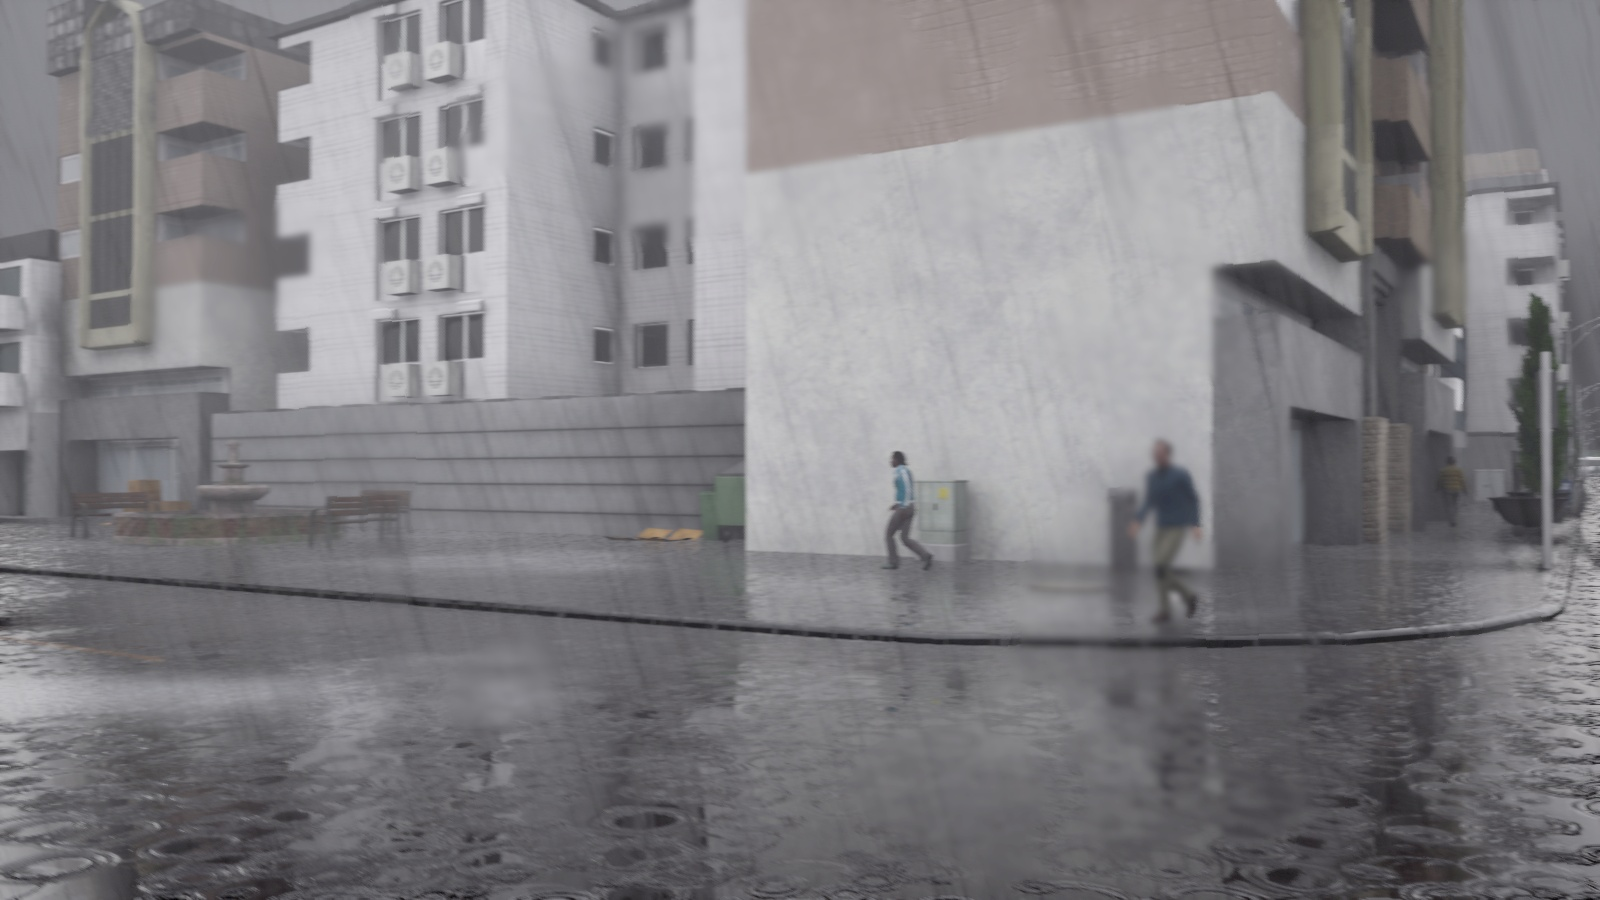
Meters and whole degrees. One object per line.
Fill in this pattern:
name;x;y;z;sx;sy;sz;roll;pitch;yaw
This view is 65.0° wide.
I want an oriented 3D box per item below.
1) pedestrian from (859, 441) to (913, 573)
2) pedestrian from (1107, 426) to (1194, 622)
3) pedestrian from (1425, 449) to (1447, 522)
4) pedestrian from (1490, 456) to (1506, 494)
pedestrian;1.282;0.840;18.700;0.692;1.930;0.396;-1;-1;26
pedestrian;3.393;0.695;12.168;0.726;1.842;0.402;0;-1;-31
pedestrian;16.345;0.912;32.286;0.431;1.840;0.709;-1;-1;23
pedestrian;34.593;1.244;62.242;0.634;1.844;0.899;-1;-1;31
